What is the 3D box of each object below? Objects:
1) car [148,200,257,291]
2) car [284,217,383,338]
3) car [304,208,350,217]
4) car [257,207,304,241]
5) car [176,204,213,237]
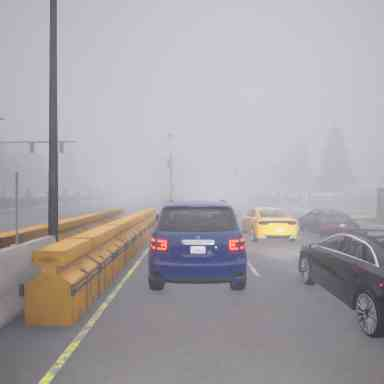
[{"bbox_3d":[0.125,1.222,9.177,2.150,2.045,5.566,0,0,0],"label":"car"},{"bbox_3d":[3.614,1.492,6.569,2.128,1.511,4.902,0,0,0],"label":"car"},{"bbox_3d":[7.149,1.563,17.807,1.994,1.385,4.181,0,0,0],"label":"car"},{"bbox_3d":[3.643,1.478,16.411,1.882,1.535,5.008,0,0,0],"label":"car"},{"bbox_3d":[0.151,1.505,19.026,1.837,1.490,4.892,0,0,0],"label":"car"}]
